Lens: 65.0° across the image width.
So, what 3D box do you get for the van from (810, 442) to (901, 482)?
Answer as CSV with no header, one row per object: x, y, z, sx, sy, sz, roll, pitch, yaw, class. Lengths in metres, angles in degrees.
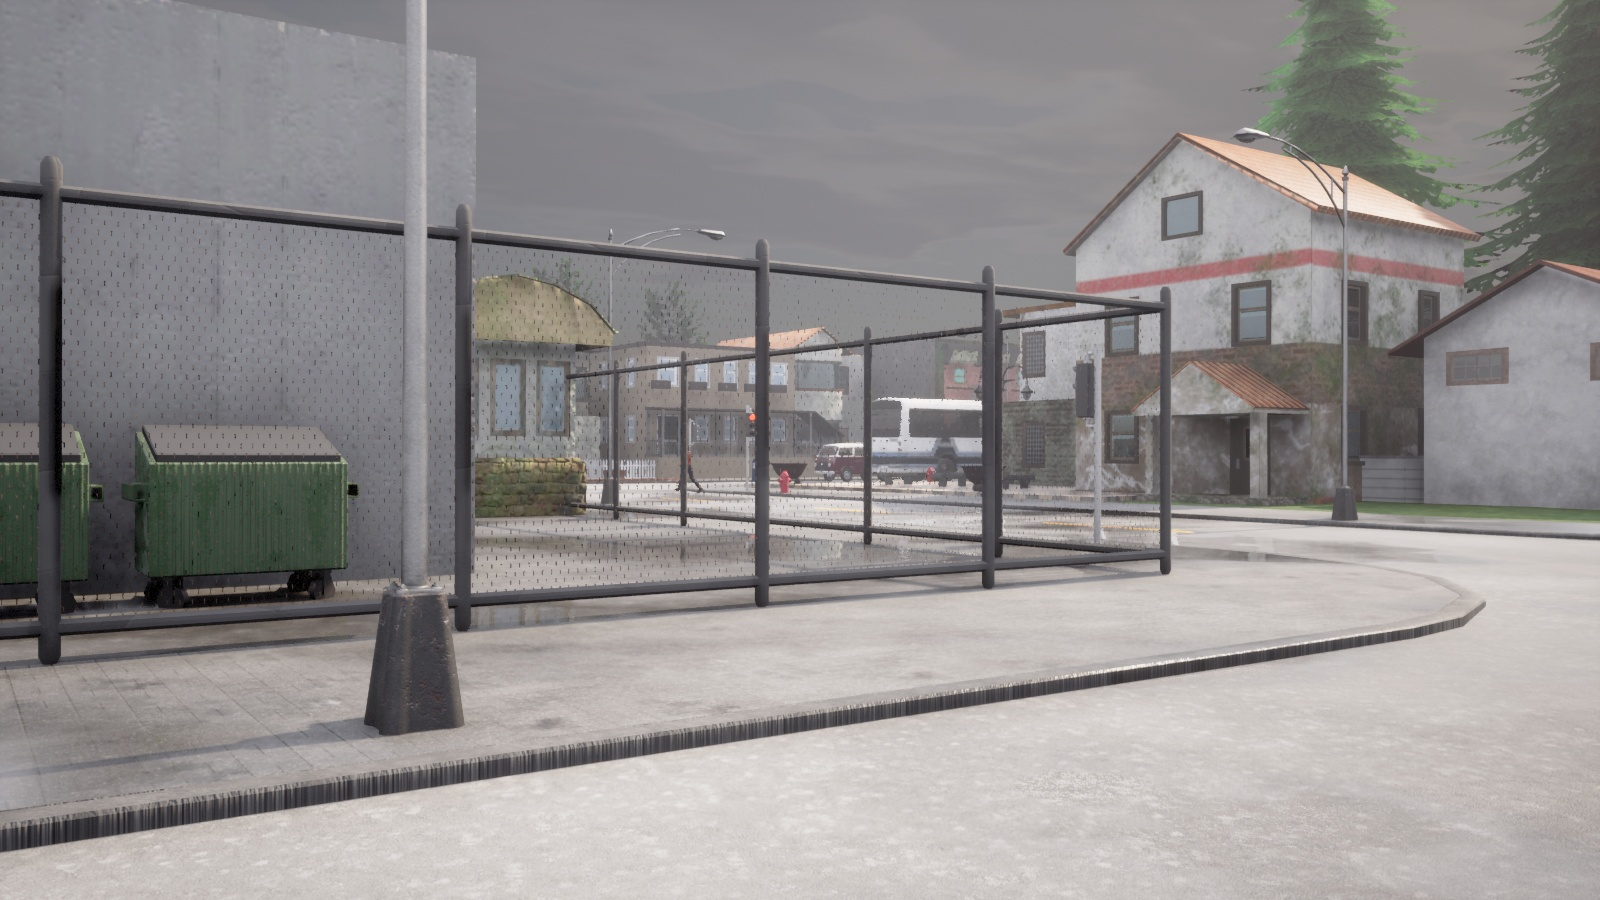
2.929,0.624,66.090,4.480,2.038,2.069,0,0,-35,van

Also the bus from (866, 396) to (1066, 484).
8.709,-0.491,65.183,10.273,4.253,3.944,0,0,-34,bus

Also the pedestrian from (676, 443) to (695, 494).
-4.171,0.657,45.578,0.636,1.846,0.331,0,0,-16,pedestrian
